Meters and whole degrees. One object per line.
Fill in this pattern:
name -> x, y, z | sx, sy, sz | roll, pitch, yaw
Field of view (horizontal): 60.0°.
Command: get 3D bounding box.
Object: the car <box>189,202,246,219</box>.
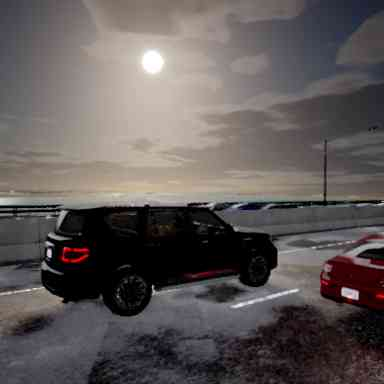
car -> 2.475, 1.677, 31.456 | 5.357, 1.411, 2.033 | 0, 0, -35

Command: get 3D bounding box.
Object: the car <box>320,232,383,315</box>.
car -> 4.574, 1.577, 6.997 | 4.674, 1.442, 1.812 | 0, 0, -35

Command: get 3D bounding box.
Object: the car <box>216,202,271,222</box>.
car -> 4.498, 1.655, 28.595 | 4.674, 1.442, 1.812 | 0, 0, -35

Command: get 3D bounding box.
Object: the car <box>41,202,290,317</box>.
car -> -0.457, 1.248, 7.725 | 5.566, 2.045, 2.150 | 0, 0, -35

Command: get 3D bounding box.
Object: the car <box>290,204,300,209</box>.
car -> 6.460, 1.634, 25.697 | 4.892, 1.490, 1.837 | 0, 0, -35
